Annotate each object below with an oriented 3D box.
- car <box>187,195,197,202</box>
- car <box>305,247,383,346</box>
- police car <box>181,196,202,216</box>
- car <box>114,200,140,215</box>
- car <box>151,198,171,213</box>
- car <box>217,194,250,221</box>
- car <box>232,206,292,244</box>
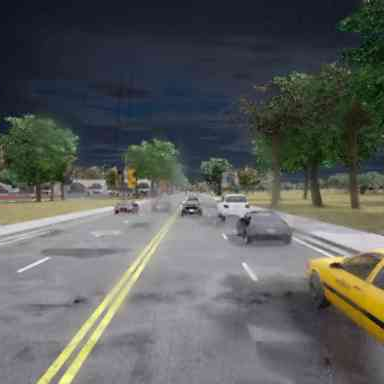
[{"bbox_3d":[0.006,1.469,74.097,2.033,1.411,5.357,0,0,0],"label":"car"},{"bbox_3d":[3.250,1.452,4.864,1.801,1.575,5.366,0,0,0],"label":"car"},{"bbox_3d":[-0.019,1.480,32.700,2.038,1.542,4.974,0,0,0],"label":"police car"},{"bbox_3d":[-6.587,1.537,33.980,1.994,1.385,4.181,0,0,0],"label":"car"},{"bbox_3d":[-3.330,1.463,36.552,2.128,1.511,4.902,0,0,0],"label":"car"},{"bbox_3d":[3.252,1.199,26.707,2.150,2.045,5.566,0,0,0],"label":"car"},{"bbox_3d":[3.251,1.550,15.676,1.994,1.385,4.181,0,0,0],"label":"car"}]
